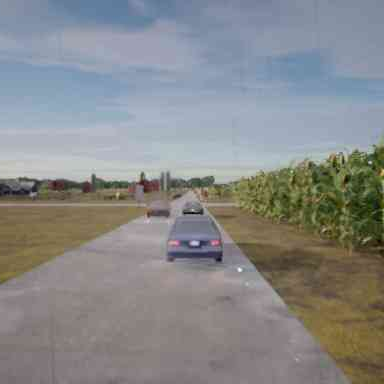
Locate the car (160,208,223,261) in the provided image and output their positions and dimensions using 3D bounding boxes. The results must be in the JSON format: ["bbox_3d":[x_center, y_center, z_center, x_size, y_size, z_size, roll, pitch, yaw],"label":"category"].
[{"bbox_3d":[0.083,1.541,12.185,2.033,1.411,5.357,0,0,0],"label":"car"}]

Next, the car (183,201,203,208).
[{"bbox_3d":[0.083,1.544,30.883,1.994,1.385,4.181,0,0,0],"label":"car"}]

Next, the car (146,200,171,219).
[{"bbox_3d":[-2.854,1.459,29.504,1.882,1.535,5.008,0,0,0],"label":"car"}]
